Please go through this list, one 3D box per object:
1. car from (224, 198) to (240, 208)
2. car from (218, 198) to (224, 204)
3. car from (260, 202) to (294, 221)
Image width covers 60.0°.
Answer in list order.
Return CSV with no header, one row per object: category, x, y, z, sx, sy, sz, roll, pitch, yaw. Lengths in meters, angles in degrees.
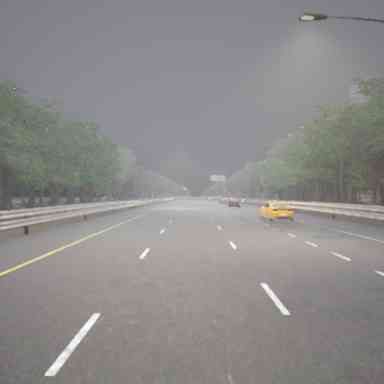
car,7.167,1.905,58.146,1.882,1.535,5.008,0,-1,0
car,7.324,2.226,80.105,2.033,1.411,5.357,0,-1,0
car,7.035,1.590,27.964,1.882,1.535,5.008,0,0,0
